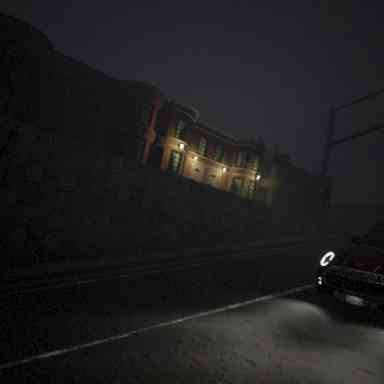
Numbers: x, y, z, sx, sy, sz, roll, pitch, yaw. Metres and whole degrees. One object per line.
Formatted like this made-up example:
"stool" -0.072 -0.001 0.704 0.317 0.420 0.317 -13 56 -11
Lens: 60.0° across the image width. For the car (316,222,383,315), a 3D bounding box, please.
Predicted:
"car" 4.829 1.445 7.440 4.553 1.767 2.097 1 0 -36
